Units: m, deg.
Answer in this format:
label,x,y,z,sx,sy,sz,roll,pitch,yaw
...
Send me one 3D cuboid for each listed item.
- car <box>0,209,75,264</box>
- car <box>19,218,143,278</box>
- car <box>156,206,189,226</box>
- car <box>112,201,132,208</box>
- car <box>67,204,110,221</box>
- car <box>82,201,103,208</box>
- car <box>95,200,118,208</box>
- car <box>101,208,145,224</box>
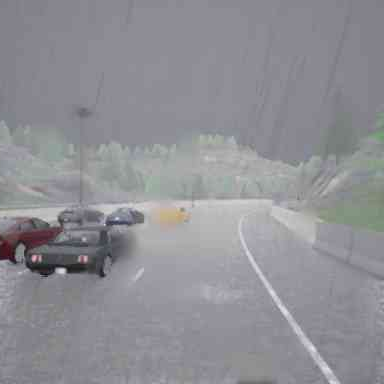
label,x,y,z,sx,sy,sz,roll,pitch,yaw
car,-6.497,1.639,12.530,1.882,1.535,5.008,0,0,5
car,-3.142,1.740,10.620,1.895,1.301,4.718,0,-1,4
car,-1.444,1.824,26.396,1.882,1.535,5.008,0,0,9
car,-13.728,2.405,65.103,1.994,1.385,4.181,0,-1,19
car,-8.585,1.829,26.027,2.128,1.511,4.902,0,-1,9
car,-20.217,2.472,67.768,1.895,1.301,4.718,0,-1,18
car,-16.976,2.383,66.437,2.128,1.511,4.902,0,-1,18
car,-5.063,1.903,25.892,1.994,1.385,4.181,0,-1,9
